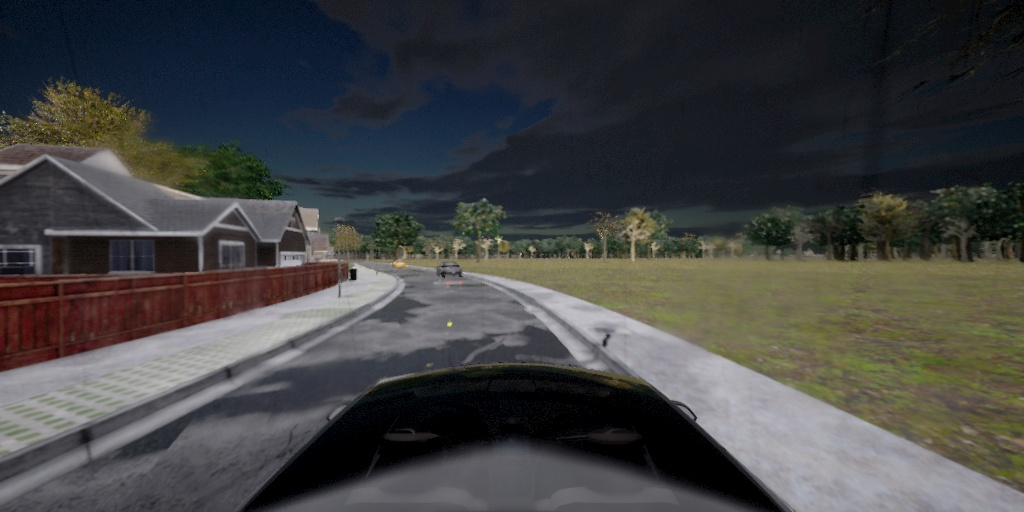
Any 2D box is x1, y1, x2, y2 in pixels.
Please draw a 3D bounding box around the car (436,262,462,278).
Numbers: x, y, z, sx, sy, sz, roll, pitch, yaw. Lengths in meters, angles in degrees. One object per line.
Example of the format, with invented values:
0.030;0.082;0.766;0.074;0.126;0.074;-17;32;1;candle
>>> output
-6.045;1.274;34.107;2.128;1.511;4.902;0;0;-21;car
